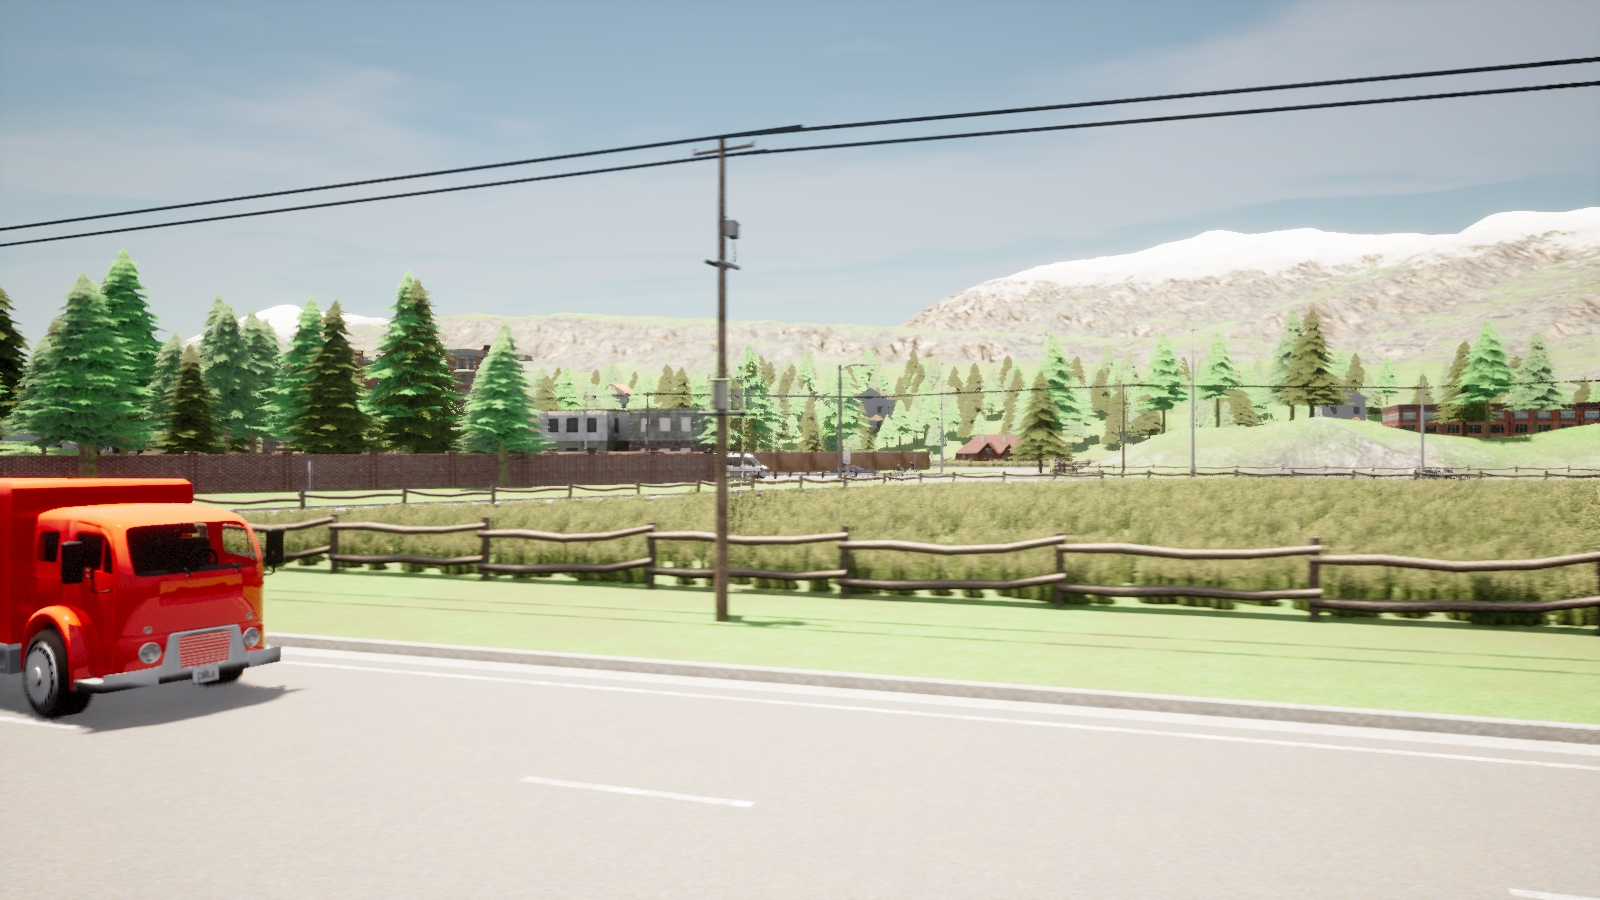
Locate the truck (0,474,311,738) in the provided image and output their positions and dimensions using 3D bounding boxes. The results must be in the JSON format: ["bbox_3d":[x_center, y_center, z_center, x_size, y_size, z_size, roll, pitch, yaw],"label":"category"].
[{"bbox_3d":[-8.647,1.567,13.512,5.204,2.467,2.627,0,0,29],"label":"truck"}]
